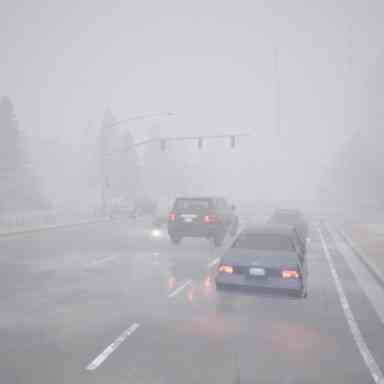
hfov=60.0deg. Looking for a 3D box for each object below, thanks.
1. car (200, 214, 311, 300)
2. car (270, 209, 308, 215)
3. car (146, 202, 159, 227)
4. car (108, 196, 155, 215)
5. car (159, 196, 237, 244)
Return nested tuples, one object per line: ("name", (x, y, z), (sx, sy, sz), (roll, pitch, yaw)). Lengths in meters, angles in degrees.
("car", (2.032, 1.545, 8.632), (2.033, 1.411, 5.357), (0, 0, 19))
("car", (5.017, 1.558, 17.378), (1.994, 1.385, 4.181), (0, 0, 18))
("car", (-0.796, 1.571, 22.440), (2.033, 1.411, 5.357), (0, 0, 19))
("car", (-4.099, 0.963, 23.598), (2.097, 1.767, 4.553), (0, 0, 19))
("car", (0.683, 1.211, 15.466), (2.150, 2.045, 5.566), (0, -1, 18))
